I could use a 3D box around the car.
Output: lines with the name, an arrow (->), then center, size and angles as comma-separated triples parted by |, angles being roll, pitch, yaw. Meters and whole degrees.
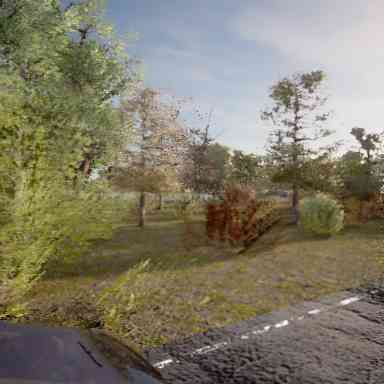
car -> -2.032, 1.560, 1.634 | 4.181, 1.385, 1.994 | 0, 0, -36
